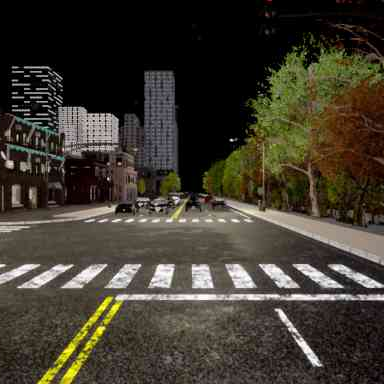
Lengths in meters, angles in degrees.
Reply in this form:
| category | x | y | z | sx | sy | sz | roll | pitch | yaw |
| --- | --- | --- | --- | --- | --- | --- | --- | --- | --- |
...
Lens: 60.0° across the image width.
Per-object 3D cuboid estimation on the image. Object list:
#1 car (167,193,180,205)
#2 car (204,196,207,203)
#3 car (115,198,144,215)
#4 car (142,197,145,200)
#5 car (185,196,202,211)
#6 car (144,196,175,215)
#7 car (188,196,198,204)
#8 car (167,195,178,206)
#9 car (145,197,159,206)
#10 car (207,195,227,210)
| category | x | y | z | sx | sy | sz | roll | pitch | yaw |
| --- | --- | --- | --- | --- | --- | --- | --- | --- | --- |
| car | -3.210 | 1.202 | 55.236 | 2.150 | 2.045 | 5.566 | 0 | 0 | 1 |
| car | 3.480 | 1.452 | 66.892 | 1.882 | 1.535 | 5.008 | 0 | 0 | 0 |
| car | -6.527 | 1.553 | 33.962 | 1.994 | 1.385 | 4.181 | 0 | 0 | 0 |
| car | -6.505 | 1.477 | 44.045 | 2.128 | 1.511 | 4.902 | 0 | 0 | 0 |
| car | 0.178 | 1.491 | 40.487 | 1.837 | 1.490 | 4.892 | 0 | 0 | 0 |
| car | -3.275 | 1.481 | 34.270 | 2.128 | 1.511 | 4.902 | 0 | 0 | 0 |
| car | 0.229 | 1.500 | 66.421 | 1.812 | 1.442 | 4.674 | 0 | 0 | 0 |
| car | -3.248 | 1.490 | 44.511 | 1.837 | 1.490 | 4.892 | 0 | 0 | 0 |
| car | -6.462 | 1.506 | 54.099 | 1.812 | 1.442 | 4.674 | 0 | 0 | 0 |
| car | 3.433 | 1.477 | 42.902 | 2.128 | 1.511 | 4.902 | 0 | 0 | 0 |
